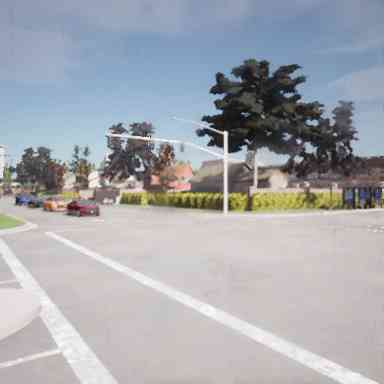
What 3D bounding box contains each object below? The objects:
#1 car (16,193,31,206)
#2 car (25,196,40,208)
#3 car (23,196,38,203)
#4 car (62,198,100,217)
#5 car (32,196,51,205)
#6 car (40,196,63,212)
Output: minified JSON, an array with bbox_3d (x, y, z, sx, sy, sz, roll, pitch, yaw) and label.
[{"bbox_3d":[-27.819,1.174,55.316,2.150,2.045,5.566,0,0,-35],"label":"car"},{"bbox_3d":[-21.556,1.559,46.623,1.895,1.301,4.718,0,0,-36],"label":"car"},{"bbox_3d":[-33.794,1.484,69.513,1.994,1.385,4.181,0,0,-36],"label":"car"},{"bbox_3d":[-10.144,1.447,30.938,1.882,1.535,5.008,0,0,-36],"label":"car"},{"bbox_3d":[-27.648,1.493,61.081,2.033,1.411,5.357,0,0,-36],"label":"car"},{"bbox_3d":[-15.561,1.317,38.378,2.097,1.767,4.553,0,0,-36],"label":"car"}]
